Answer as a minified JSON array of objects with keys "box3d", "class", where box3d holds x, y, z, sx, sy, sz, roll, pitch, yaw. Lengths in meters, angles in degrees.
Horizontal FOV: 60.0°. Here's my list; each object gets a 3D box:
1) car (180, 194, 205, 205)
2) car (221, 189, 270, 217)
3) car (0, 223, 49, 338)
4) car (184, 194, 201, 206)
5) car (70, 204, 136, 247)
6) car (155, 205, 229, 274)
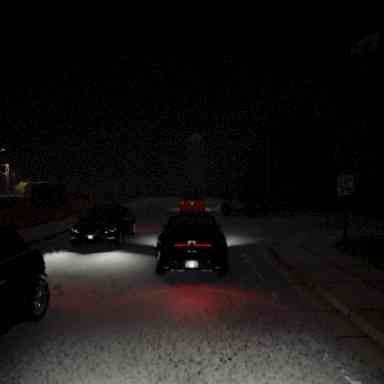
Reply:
[{"box3d":[0.038,0.956,29.661,2.097,1.767,4.553,0,1,0],"class":"car"},{"box3d":[4.142,0.810,25.821,1.905,1.878,3.866,-8,4,-42],"class":"car"},{"box3d":[-3.592,1.297,4.009,2.097,1.767,4.553,0,1,0],"class":"car"},{"box3d":[0.042,0.960,43.740,2.033,1.411,5.357,0,1,0],"class":"car"},{"box3d":[-3.580,1.312,14.170,1.837,1.490,4.892,0,1,0],"class":"car"},{"box3d":[-0.006,1.376,10.054,1.837,1.490,4.892,0,1,0],"class":"car"}]
